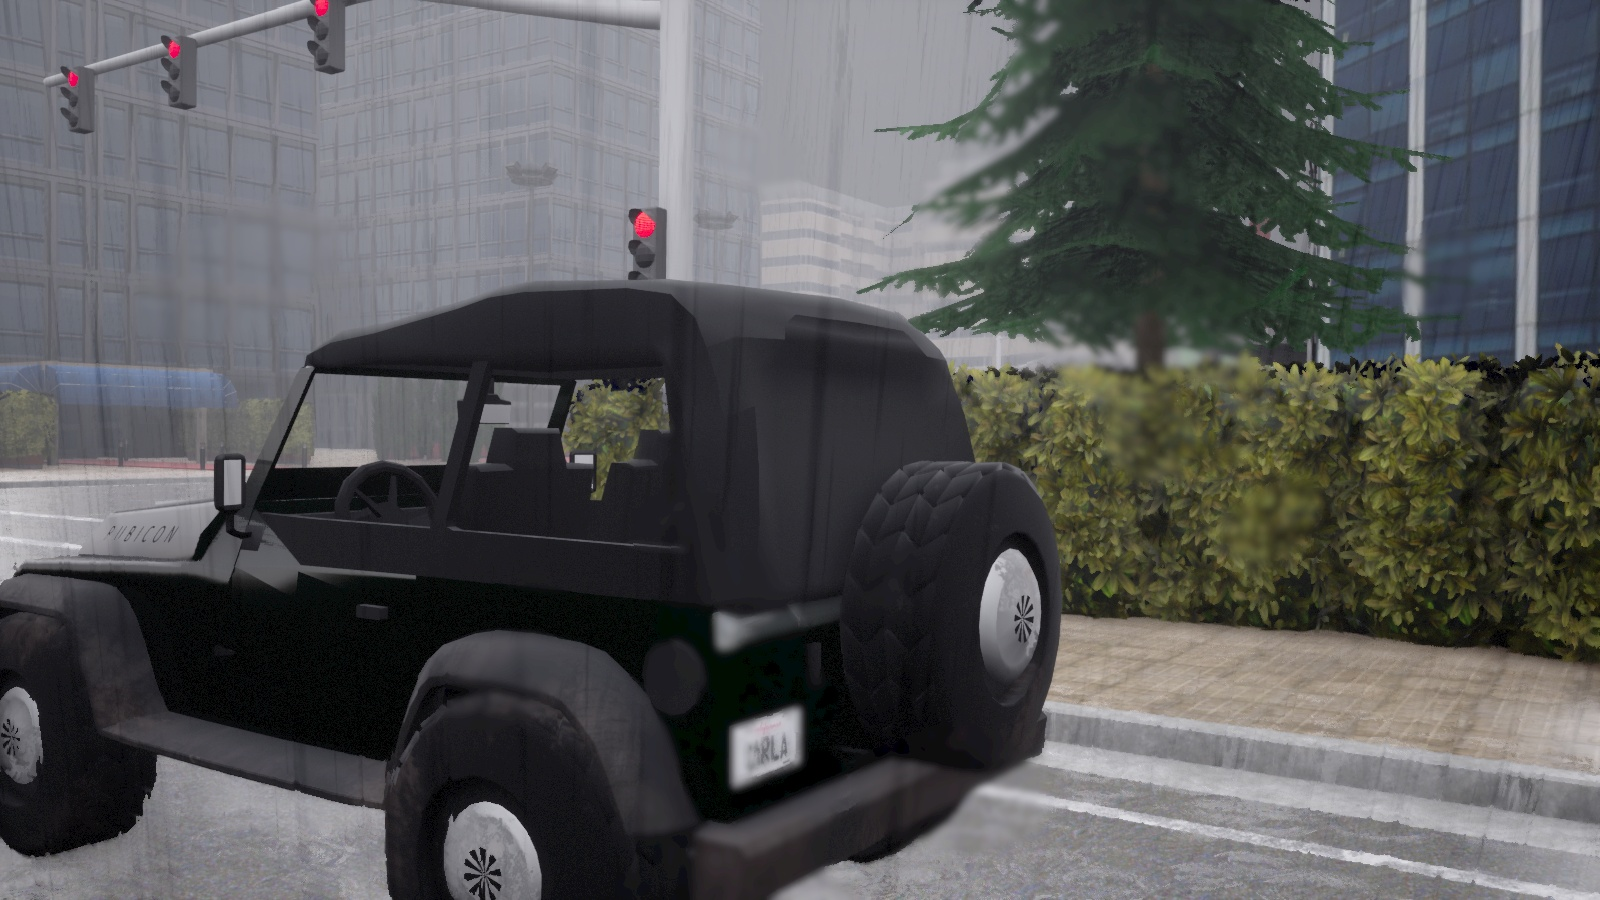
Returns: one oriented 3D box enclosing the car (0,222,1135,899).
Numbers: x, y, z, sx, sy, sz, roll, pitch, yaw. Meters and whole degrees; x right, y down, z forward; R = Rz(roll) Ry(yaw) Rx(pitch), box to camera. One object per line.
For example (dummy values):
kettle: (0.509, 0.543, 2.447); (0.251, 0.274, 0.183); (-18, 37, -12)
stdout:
car: (-1.061, 0.478, 4.325); (3.866, 1.878, 1.905); (0, 1, 34)
